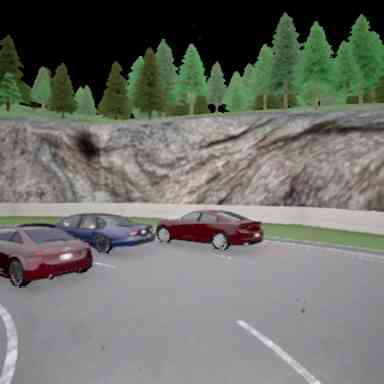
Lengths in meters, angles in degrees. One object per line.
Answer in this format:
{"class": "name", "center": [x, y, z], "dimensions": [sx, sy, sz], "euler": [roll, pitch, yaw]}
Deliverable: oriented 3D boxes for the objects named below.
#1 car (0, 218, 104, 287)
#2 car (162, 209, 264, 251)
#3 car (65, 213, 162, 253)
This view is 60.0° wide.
{"class": "car", "center": [-4.726, 1.565, 9.386], "dimensions": [4.181, 1.385, 1.994], "euler": [0, 0, 36]}
{"class": "car", "center": [0.582, 1.474, 14.176], "dimensions": [5.008, 1.535, 1.882], "euler": [0, -1, 41]}
{"class": "car", "center": [-4.158, 1.547, 13.430], "dimensions": [5.357, 1.411, 2.033], "euler": [0, 0, 22]}
